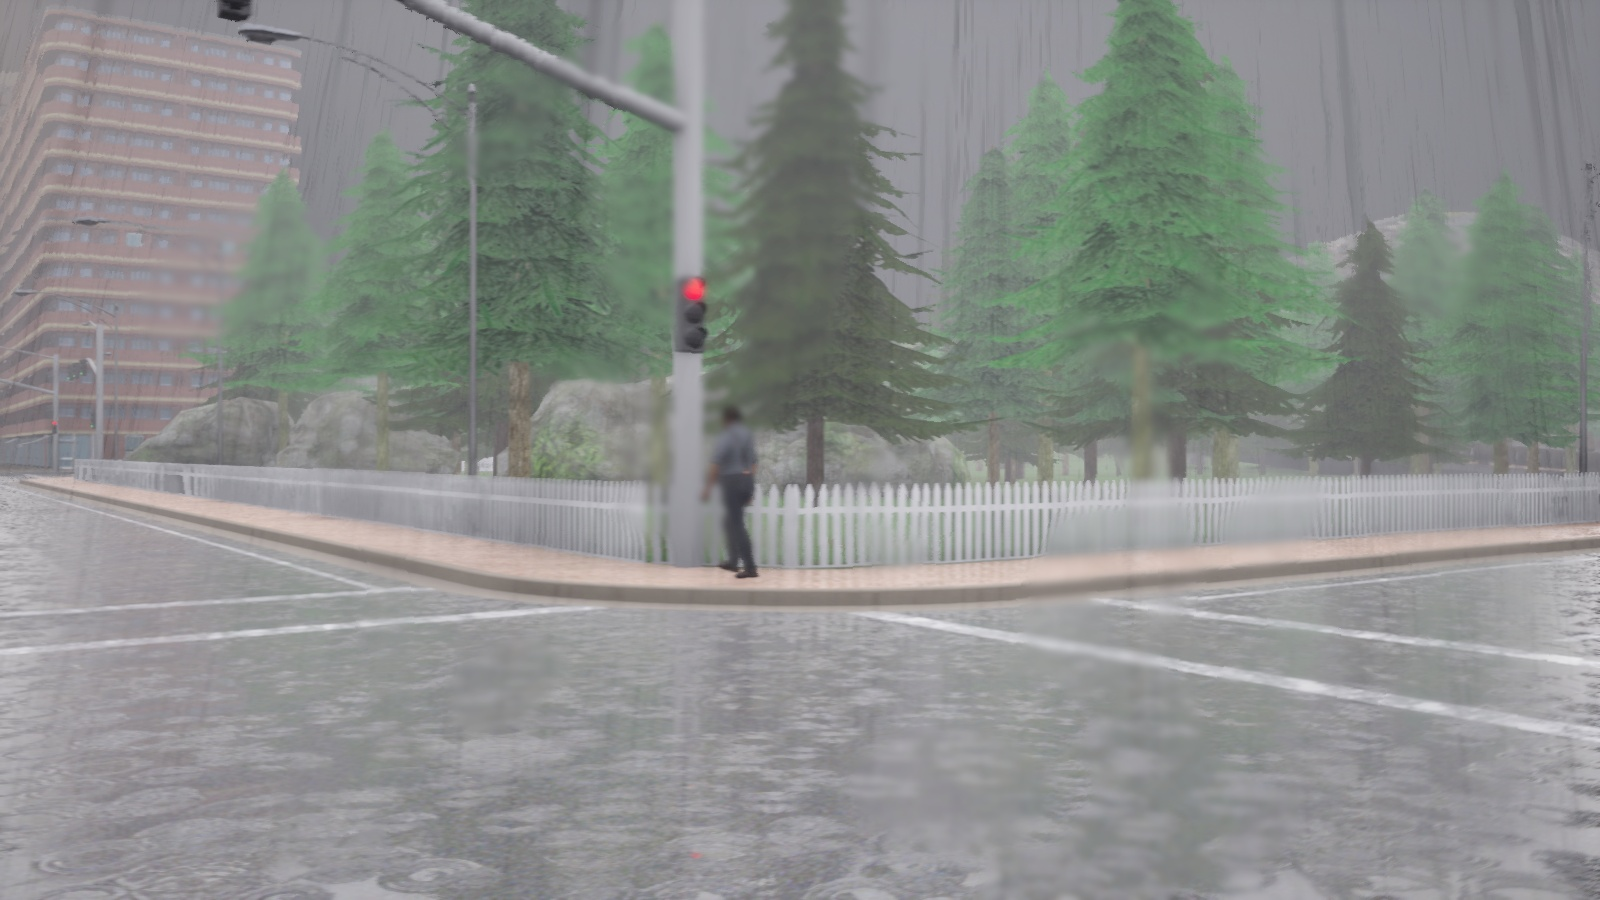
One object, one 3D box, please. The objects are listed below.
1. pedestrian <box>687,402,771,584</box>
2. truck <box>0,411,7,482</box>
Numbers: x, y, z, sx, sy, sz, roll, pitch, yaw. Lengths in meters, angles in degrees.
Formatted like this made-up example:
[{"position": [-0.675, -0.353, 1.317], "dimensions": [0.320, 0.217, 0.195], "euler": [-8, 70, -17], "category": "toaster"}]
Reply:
[{"position": [-0.748, 0.437, 13.191], "dimensions": [0.694, 1.848, 0.540], "euler": [0, 0, 39], "category": "pedestrian"}, {"position": [-46.814, -0.176, 66.028], "dimensions": [8.468, 3.827, 2.891], "euler": [0, 0, -37], "category": "truck"}]
